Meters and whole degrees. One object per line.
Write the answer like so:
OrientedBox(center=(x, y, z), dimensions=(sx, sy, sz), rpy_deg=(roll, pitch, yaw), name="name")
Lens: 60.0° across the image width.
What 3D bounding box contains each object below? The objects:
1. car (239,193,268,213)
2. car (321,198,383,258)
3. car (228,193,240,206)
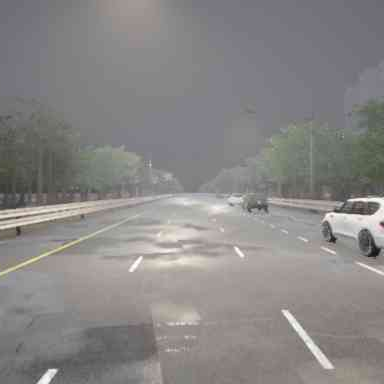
OrientedBox(center=(7.073, 1.221, 37.566), dimensions=(2.150, 2.045, 5.566), rpy_deg=(0, 0, 0), name="car")
OrientedBox(center=(7.010, 1.222, 12.911), dimensions=(2.150, 2.045, 5.566), rpy_deg=(0, 0, 0), name="car")
OrientedBox(center=(7.123, 1.238, 54.012), dimensions=(2.150, 2.045, 5.566), rpy_deg=(0, 0, 0), name="car")
